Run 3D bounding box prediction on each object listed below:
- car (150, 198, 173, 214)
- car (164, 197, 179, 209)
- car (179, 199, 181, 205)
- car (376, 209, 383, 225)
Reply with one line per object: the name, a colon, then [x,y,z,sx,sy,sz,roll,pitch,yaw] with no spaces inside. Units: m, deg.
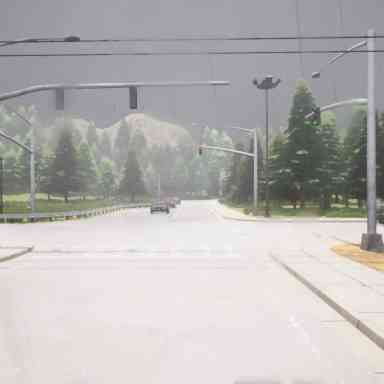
car: [-3.518,1.682,37.506,1.994,1.385,4.181,0,0,0]
car: [-3.468,1.498,48.422,2.097,1.767,4.553,0,0,0]
car: [-3.165,1.708,63.842,1.812,1.442,4.674,0,0,2]
car: [14.629,1.361,22.146,4.553,1.767,2.097,0,0,1]
